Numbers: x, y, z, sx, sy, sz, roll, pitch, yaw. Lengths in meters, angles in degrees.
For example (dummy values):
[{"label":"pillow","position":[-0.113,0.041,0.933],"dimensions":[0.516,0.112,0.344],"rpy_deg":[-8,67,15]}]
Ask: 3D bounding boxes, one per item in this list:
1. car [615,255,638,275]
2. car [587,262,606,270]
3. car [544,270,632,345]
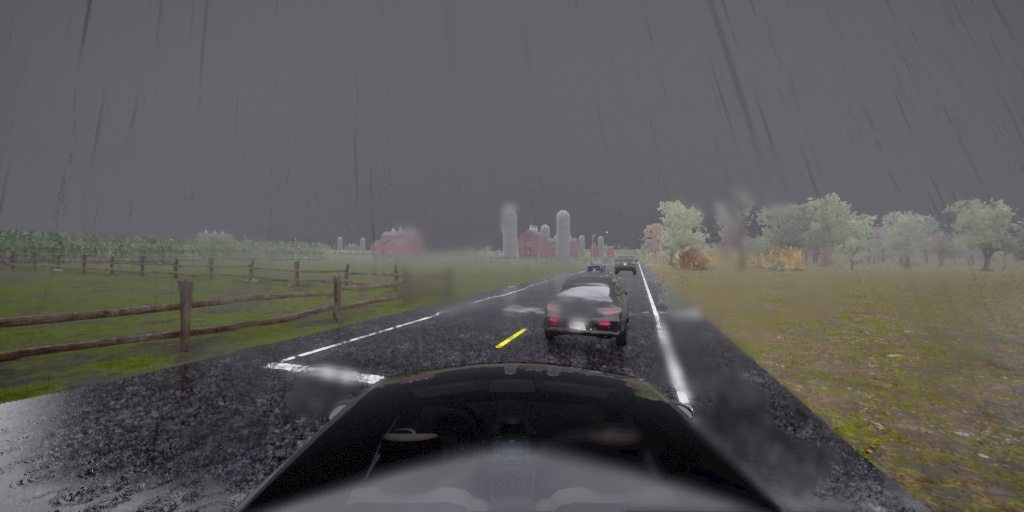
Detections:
[{"label":"car","position":[12.553,0.961,39.473],"dimensions":[2.150,2.045,5.566],"rpy_deg":[0,0,20]},{"label":"car","position":[10.340,1.340,43.910],"dimensions":[1.895,1.301,4.718],"rpy_deg":[0,0,19]},{"label":"car","position":[2.127,1.274,9.532],"dimensions":[1.812,1.442,4.674],"rpy_deg":[0,0,19]}]
